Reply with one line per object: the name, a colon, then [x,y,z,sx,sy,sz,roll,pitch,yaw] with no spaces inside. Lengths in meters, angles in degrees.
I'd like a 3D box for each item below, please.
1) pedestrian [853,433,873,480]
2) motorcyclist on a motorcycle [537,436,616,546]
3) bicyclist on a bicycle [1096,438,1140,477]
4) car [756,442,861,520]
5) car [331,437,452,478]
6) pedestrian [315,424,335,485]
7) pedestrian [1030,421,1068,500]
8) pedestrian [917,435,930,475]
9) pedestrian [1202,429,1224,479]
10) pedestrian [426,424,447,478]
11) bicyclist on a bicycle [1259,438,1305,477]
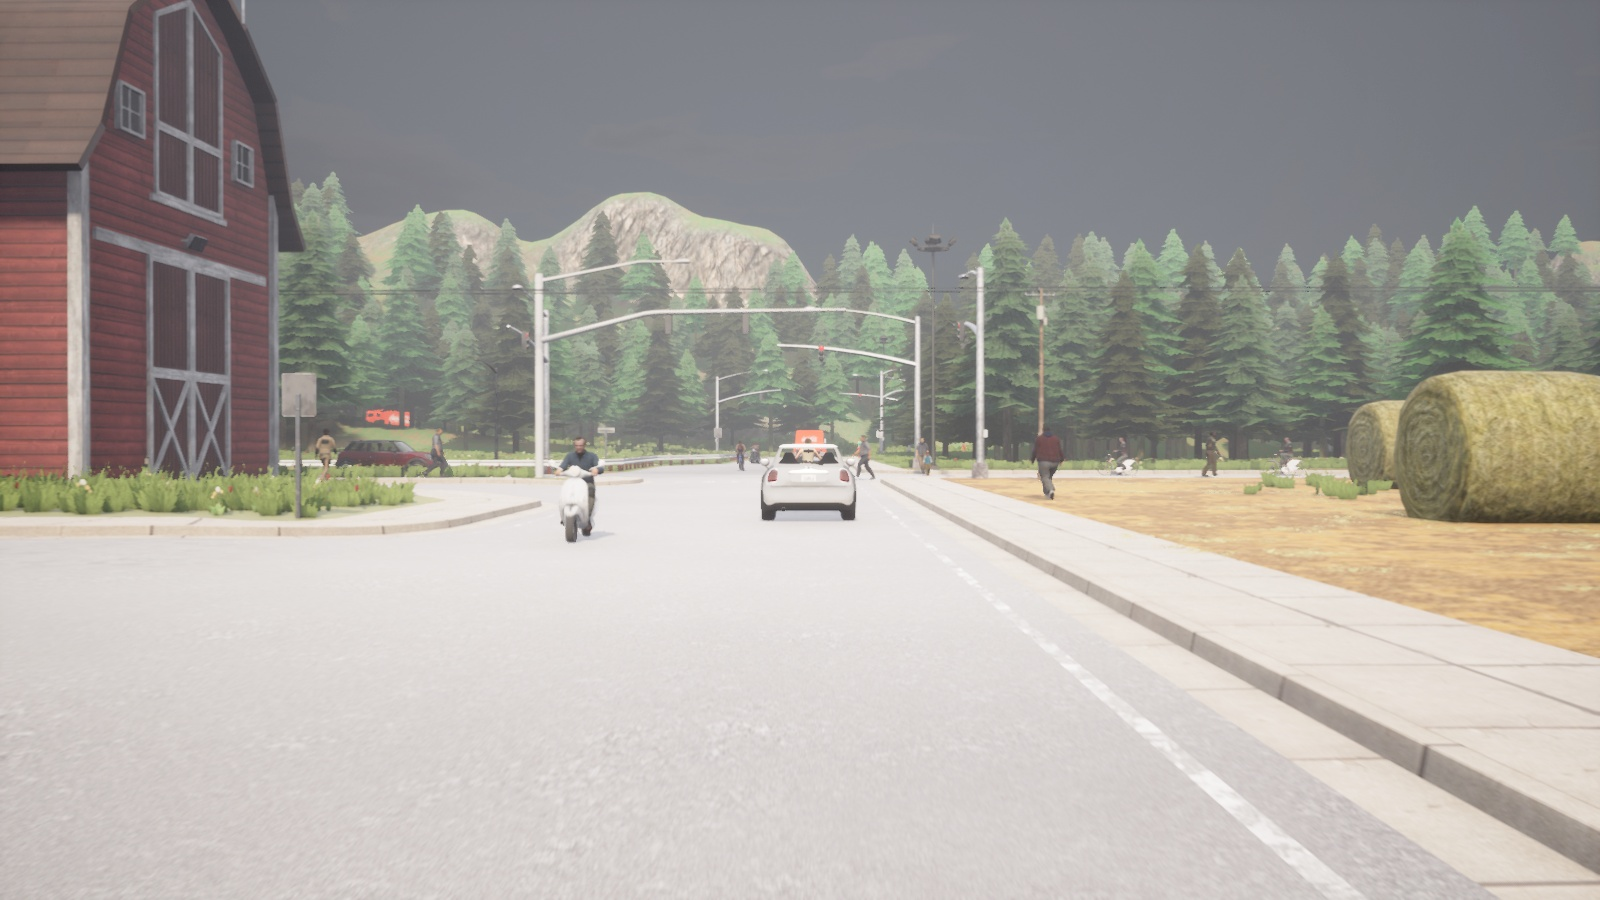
pedestrian: [2.490,0.269,49.864,0.694,1.848,0.540,0,0,-9]
motorcyclist on a motorcycle: [-3.376,0.586,19.087,0.866,1.590,1.817,0,0,0]
bicyclist on a bicycle: [14.452,0.334,57.057,1.843,1.776,0.659,0,0,1]
car: [0.160,0.569,25.388,1.970,1.475,3.806,0,0,0]
car: [-17.630,0.311,54.319,4.553,1.767,2.097,0,0,1]
pedestrian: [-15.163,0.151,40.113,0.396,1.930,0.692,0,0,-3]
pedestrian: [5.849,0.238,29.513,0.634,1.844,0.899,0,0,-6]
pedestrian: [5.823,0.236,59.324,0.540,1.848,0.694,0,0,11]
pedestrian: [15.797,0.150,48.065,0.692,1.930,0.395,0,0,0]
pedestrian: [-12.589,0.031,43.534,0.694,1.848,0.540,0,0,-17]
bicyclist on a bicycle: [21.827,0.341,56.881,1.843,1.776,0.659,0,0,1]
